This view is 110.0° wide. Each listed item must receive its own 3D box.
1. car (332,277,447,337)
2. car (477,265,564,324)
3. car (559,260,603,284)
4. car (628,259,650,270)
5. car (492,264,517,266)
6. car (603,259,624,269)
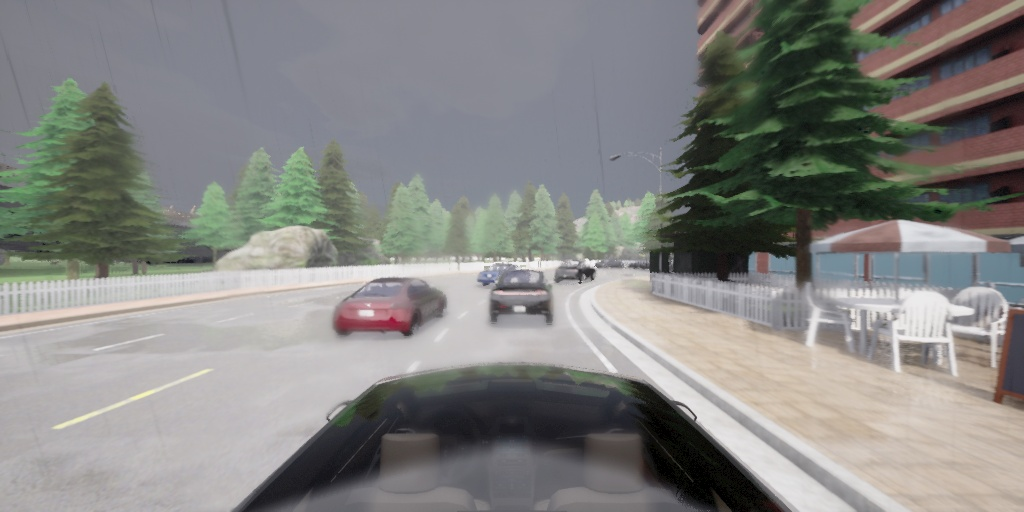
[{"bbox_3d":[-3.223,1.275,10.236,1.994,1.385,4.181,0,0,3],"label":"car"},{"bbox_3d":[0.406,1.193,11.755,2.128,1.511,4.902,0,0,5],"label":"car"},{"bbox_3d":[4.725,1.133,25.956,2.128,1.511,4.902,0,0,28],"label":"car"},{"bbox_3d":[17.982,1.093,47.333,5.357,1.411,2.033,0,0,-24],"label":"car"},{"bbox_3d":[-0.364,1.199,23.600,2.033,1.411,5.357,0,0,23],"label":"car"},{"bbox_3d":[13.132,1.103,48.728,4.181,1.385,1.994,0,0,-29],"label":"car"}]
